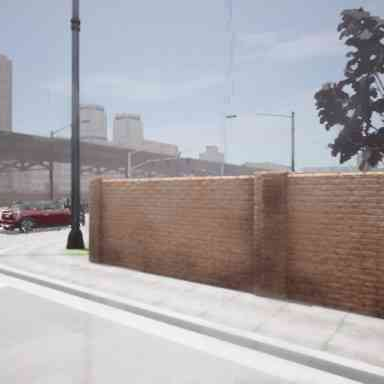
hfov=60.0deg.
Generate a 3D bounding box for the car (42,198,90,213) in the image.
[{"bbox_3d":[-13.723,1.460,36.416,1.812,1.442,4.674,0,0,36],"label":"car"}]

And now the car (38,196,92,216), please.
[{"bbox_3d":[-12.297,1.294,32.451,2.097,1.767,4.553,0,0,36],"label":"car"}]

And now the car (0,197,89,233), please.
[{"bbox_3d":[-8.608,1.314,19.621,2.097,1.767,4.553,0,0,37],"label":"car"}]
